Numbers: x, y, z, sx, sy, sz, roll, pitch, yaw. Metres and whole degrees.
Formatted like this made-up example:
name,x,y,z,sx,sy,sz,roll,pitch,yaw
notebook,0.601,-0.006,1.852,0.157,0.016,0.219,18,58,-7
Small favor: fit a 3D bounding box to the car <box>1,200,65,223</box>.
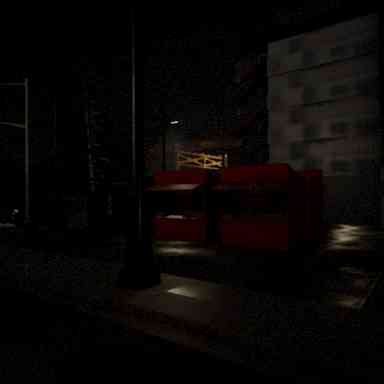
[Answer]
name,x,y,z,sx,sy,sz,roll,pitch,yaw
car,-12.650,1.493,26.673,2.097,1.767,4.553,-1,-1,36
